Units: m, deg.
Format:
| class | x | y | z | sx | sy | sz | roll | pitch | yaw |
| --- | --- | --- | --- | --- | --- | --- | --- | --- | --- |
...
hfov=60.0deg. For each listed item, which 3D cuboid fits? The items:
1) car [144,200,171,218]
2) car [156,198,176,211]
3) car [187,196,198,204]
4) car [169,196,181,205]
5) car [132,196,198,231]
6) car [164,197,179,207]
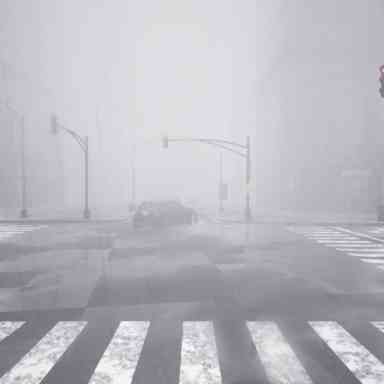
| class | x | y | z | sx | sy | sz | roll | pitch | yaw |
| --- | --- | --- | --- | --- | --- | --- | --- | --- | --- |
| car | -3.121 | 1.541 | 31.269 | 2.033 | 1.411 | 5.357 | 0 | 0 | 0 |
| car | -3.125 | 1.539 | 41.342 | 2.033 | 1.411 | 5.357 | 0 | 0 | 0 |
| car | 0.074 | 1.553 | 61.934 | 1.994 | 1.385 | 4.181 | 0 | 0 | 1 |
| car | -3.064 | 1.467 | 61.917 | 1.882 | 1.535 | 5.008 | 0 | 0 | 1 |
| car | -1.525 | 1.273 | 20.242 | 2.097 | 1.767 | 4.553 | 0 | 0 | 31 |
| car | -3.112 | 1.554 | 51.425 | 1.994 | 1.385 | 4.181 | 0 | 0 | 1 |
